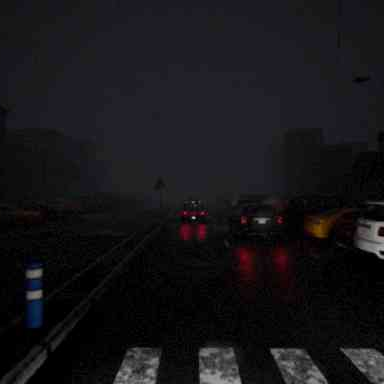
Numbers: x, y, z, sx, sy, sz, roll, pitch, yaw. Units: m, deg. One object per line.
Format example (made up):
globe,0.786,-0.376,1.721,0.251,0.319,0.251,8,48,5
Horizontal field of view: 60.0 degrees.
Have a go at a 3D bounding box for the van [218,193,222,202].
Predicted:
van,7.567,1.237,61.897,4.442,1.987,1.878,0,0,0

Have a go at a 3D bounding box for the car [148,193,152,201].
car,-12.514,1.262,74.746,5.566,2.045,2.435,0,0,0

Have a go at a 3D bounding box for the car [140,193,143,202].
car,-12.473,1.491,63.628,4.792,1.488,2.163,0,0,0

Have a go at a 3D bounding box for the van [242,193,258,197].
van,7.781,1.208,34.450,4.442,1.987,1.878,0,0,0

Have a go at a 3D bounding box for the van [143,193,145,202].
van,-12.611,1.260,69.188,4.442,1.987,1.878,0,0,0

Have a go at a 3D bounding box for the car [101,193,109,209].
car,-12.510,1.289,38.618,4.553,1.767,2.185,0,0,0

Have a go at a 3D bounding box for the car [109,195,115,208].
car,-12.534,1.455,41.398,4.674,1.452,2.002,0,0,0

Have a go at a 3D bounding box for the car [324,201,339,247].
car,7.679,1.344,12.264,4.553,1.767,2.185,0,0,0

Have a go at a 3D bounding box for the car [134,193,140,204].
car,-12.483,1.192,58.070,5.566,2.045,2.435,0,0,0

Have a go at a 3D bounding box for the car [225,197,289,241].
car,3.110,1.337,16.835,2.097,1.767,4.553,0,0,0

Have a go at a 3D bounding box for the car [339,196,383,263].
car,7.674,1.222,9.629,5.566,2.045,2.435,0,0,0

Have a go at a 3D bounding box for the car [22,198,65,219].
car,-12.557,1.425,24.723,5.008,1.535,2.097,0,0,0

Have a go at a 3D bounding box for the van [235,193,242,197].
van,7.785,1.206,39.963,4.442,1.987,1.878,0,0,0

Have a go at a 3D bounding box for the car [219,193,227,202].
car,7.866,1.446,56.505,5.366,1.575,1.946,0,0,0

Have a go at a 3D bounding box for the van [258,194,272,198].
van,7.775,1.220,26.177,4.442,1.987,1.878,0,0,0

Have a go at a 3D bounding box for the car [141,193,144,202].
car,-12.496,1.513,66.282,4.674,1.452,2.002,0,0,0

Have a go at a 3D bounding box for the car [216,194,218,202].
car,7.681,1.473,64.778,4.892,1.521,2.231,0,0,0

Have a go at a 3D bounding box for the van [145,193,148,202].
van,-12.373,1.272,71.965,4.442,1.987,1.878,0,0,0

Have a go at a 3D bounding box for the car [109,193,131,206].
car,-12.496,1.172,49.735,5.566,2.045,2.435,0,0,0

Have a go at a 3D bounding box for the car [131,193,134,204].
car,-12.334,1.426,52.512,5.366,1.575,1.946,0,0,0

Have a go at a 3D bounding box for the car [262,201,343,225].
car,7.662,1.451,23.419,5.008,1.535,2.097,0,0,0

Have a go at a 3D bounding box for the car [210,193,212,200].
car,7.707,1.565,84.076,5.008,1.535,2.097,0,0,0

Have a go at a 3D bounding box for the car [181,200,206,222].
car,0.118,1.569,26.281,1.895,1.301,4.718,0,0,0

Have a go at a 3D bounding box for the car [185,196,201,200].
car,0.130,1.306,42.156,2.097,1.767,4.553,0,0,0

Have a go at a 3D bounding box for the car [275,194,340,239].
car,7.681,1.210,17.903,5.566,2.045,2.435,0,0,0

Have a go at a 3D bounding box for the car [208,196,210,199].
car,7.521,1.597,89.591,5.366,1.575,1.946,0,0,0

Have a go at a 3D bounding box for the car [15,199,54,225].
car,-12.381,1.426,21.943,5.366,1.575,1.946,0,0,0

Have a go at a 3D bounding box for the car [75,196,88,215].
car,-12.549,1.419,30.283,5.008,1.535,2.097,0,0,0

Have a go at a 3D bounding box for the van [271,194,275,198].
van,7.538,1.230,20.661,4.442,1.987,1.878,0,0,0

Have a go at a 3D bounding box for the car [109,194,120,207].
car,-12.526,1.418,44.176,4.892,1.521,2.231,0,0,0

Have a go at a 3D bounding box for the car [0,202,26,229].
car,-12.573,1.473,19.164,4.674,1.452,2.002,0,0,0

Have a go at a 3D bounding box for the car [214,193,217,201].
car,7.685,1.494,70.290,4.892,1.521,2.231,0,0,0

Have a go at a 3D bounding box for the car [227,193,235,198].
car,7.699,1.180,42.721,5.566,2.045,2.435,0,0,0

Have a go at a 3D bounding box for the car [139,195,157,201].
car,-12.450,1.640,94.073,5.008,1.535,2.097,0,0,0

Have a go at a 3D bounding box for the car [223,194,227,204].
car,7.706,1.468,50.991,4.792,1.488,2.163,0,0,0

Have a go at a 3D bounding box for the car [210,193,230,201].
car,7.736,1.366,92.350,5.566,2.045,2.435,0,0,0

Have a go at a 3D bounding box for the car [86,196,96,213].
car,-12.555,1.417,33.060,4.892,1.521,2.231,0,0,0

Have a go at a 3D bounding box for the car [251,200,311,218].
car,7.658,1.481,28.934,4.674,1.452,2.002,0,0,0

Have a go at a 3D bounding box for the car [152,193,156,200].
car,-12.444,1.312,82.958,5.566,2.045,2.435,0,0,0

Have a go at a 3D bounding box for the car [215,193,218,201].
car,7.683,1.483,67.534,4.892,1.521,2.231,0,0,0

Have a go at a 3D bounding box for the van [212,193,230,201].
van,7.587,1.356,86.835,4.442,1.987,1.878,0,0,0

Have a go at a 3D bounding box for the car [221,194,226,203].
car,7.673,1.444,53.749,4.892,1.521,2.231,0,0,0

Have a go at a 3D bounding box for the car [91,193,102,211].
car,-12.514,1.289,35.838,4.553,1.767,2.185,0,0,0

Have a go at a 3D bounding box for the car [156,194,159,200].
car,-12.493,1.350,88.642,5.566,2.045,2.435,0,0,0

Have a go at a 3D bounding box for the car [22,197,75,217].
car,-12.589,1.296,27.502,4.553,1.767,2.185,0,0,0
